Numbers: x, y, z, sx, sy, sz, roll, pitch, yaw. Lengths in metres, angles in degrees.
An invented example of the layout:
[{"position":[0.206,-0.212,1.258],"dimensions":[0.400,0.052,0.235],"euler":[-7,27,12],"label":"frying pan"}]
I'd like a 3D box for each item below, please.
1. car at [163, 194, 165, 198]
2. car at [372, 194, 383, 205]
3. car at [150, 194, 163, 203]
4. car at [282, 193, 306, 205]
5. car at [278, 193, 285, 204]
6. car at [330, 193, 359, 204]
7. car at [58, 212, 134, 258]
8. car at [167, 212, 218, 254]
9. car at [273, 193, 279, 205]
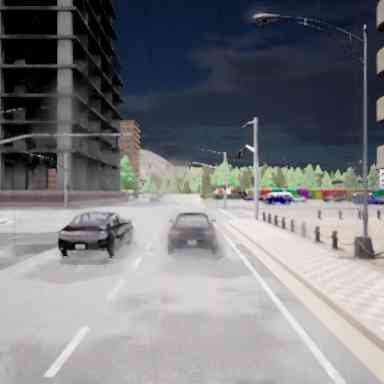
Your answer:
[{"position":[-8.266,1.096,88.099],"dimensions":[2.097,1.767,4.553],"euler":[0,0,-1],"label":"car"},{"position":[35.925,1.486,61.086],"dimensions":[3.806,1.475,1.970],"euler":[0,0,0],"label":"car"},{"position":[-8.073,1.568,72.434],"dimensions":[1.812,1.442,4.674],"euler":[0,0,-1],"label":"car"},{"position":[20.792,1.490,66.773],"dimensions":[3.806,1.475,1.970],"euler":[0,0,0],"label":"car"},{"position":[20.777,1.460,69.669],"dimensions":[3.905,1.438,1.784],"euler":[0,0,0],"label":"car"},{"position":[35.744,1.254,77.983],"dimensions":[4.605,1.855,1.932],"euler":[0,0,0],"label":"car"},{"position":[-3.485,1.500,12.819],"dimensions":[2.128,1.511,4.902],"euler":[0,0,0],"label":"car"},{"position":[0.016,1.534,13.447],"dimensions":[1.812,1.442,4.674],"euler":[0,0,0],"label":"car"},{"position":[20.713,1.251,72.352],"dimensions":[4.605,1.855,1.932],"euler":[0,0,0],"label":"car"}]
